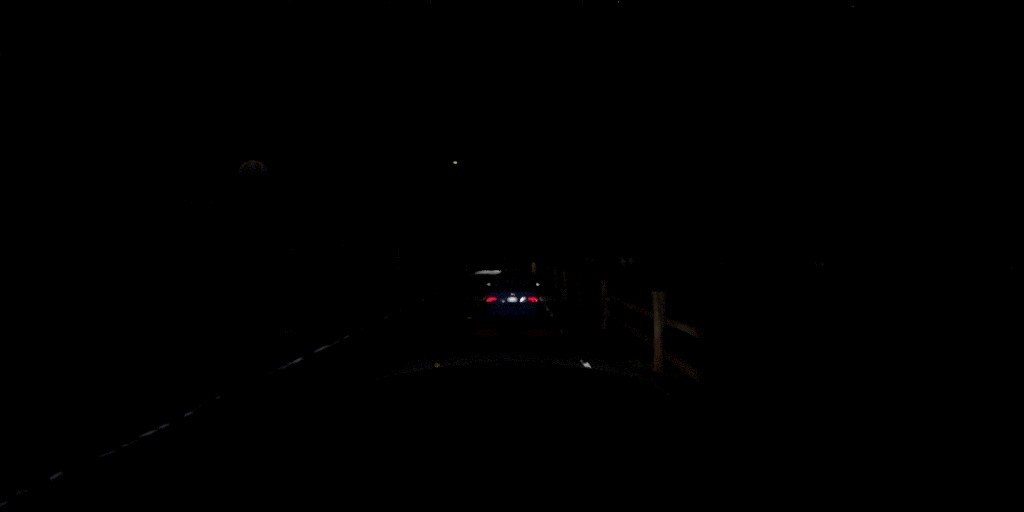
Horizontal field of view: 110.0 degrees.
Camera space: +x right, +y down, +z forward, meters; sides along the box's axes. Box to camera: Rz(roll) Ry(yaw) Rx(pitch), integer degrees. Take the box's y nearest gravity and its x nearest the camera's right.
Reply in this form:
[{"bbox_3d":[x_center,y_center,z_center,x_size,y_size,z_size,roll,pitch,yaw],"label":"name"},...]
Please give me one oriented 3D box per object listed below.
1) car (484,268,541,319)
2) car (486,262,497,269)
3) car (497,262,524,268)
[{"bbox_3d":[0.031,1.329,12.987,2.033,1.411,5.357,0,0,1],"label":"car"},{"bbox_3d":[-2.901,1.509,54.490,1.895,1.301,4.718,0,0,0],"label":"car"},{"bbox_3d":[0.022,1.328,31.740,2.128,1.511,4.902,0,0,0],"label":"car"}]
